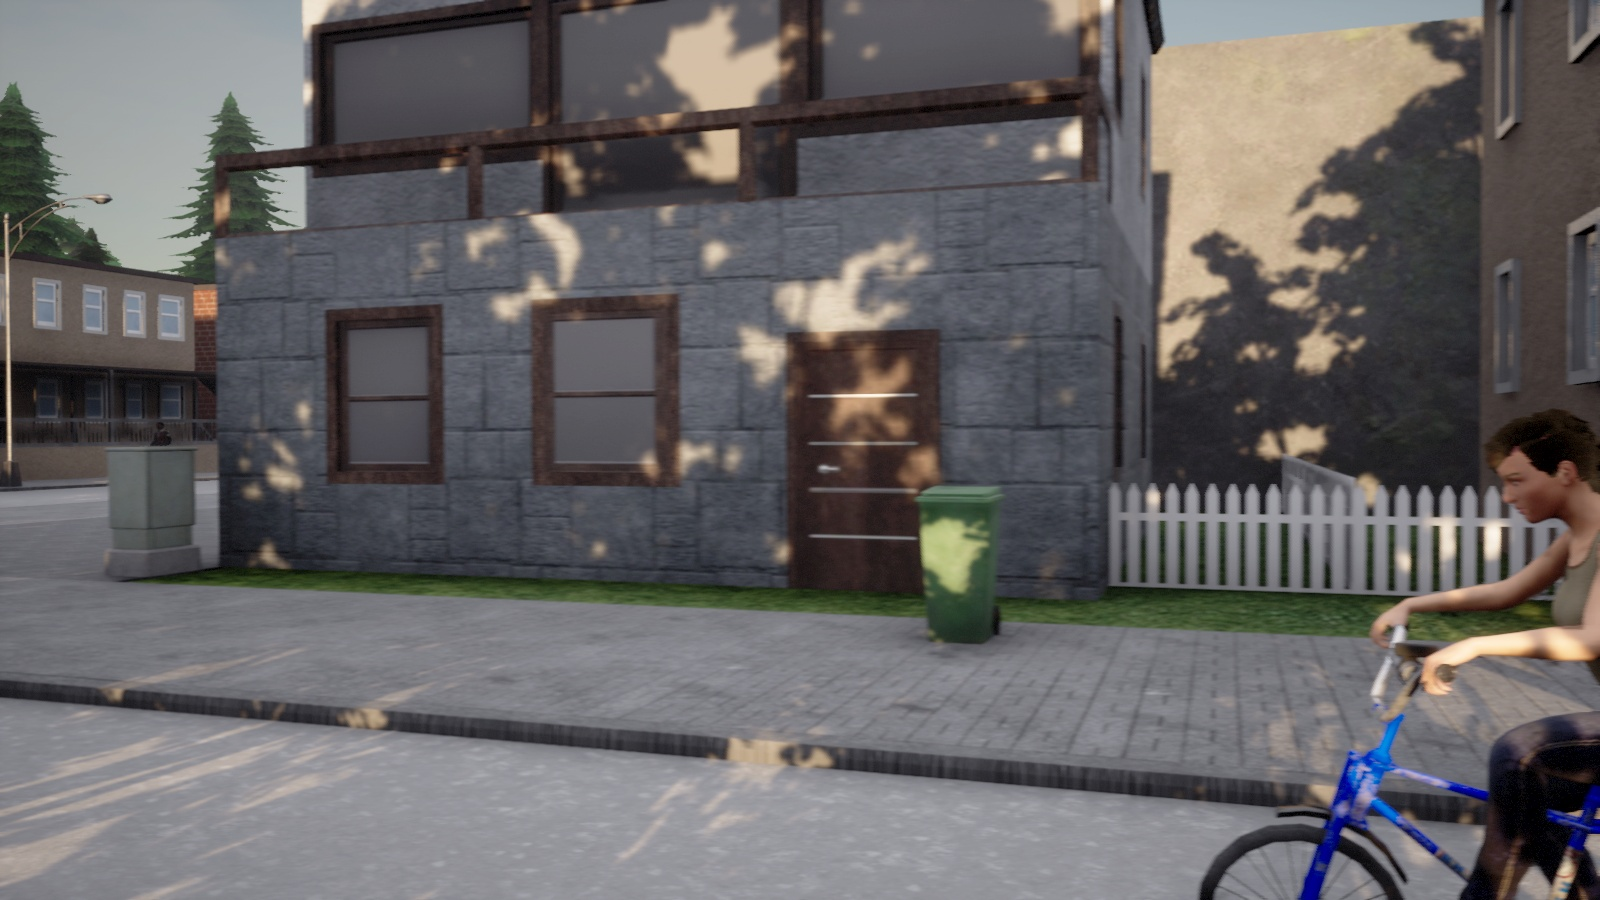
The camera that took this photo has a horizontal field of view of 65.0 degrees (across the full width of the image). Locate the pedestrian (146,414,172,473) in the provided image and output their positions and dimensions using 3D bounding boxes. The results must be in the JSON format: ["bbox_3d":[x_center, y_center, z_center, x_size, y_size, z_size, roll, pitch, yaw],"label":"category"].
[{"bbox_3d":[-21.266,-0.211,41.650,0.402,1.930,0.666,1,1,18],"label":"pedestrian"}]

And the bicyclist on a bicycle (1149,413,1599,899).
[{"bbox_3d":[1.685,0.719,3.153,1.509,1.612,0.866,1,1,19],"label":"bicyclist on a bicycle"}]
